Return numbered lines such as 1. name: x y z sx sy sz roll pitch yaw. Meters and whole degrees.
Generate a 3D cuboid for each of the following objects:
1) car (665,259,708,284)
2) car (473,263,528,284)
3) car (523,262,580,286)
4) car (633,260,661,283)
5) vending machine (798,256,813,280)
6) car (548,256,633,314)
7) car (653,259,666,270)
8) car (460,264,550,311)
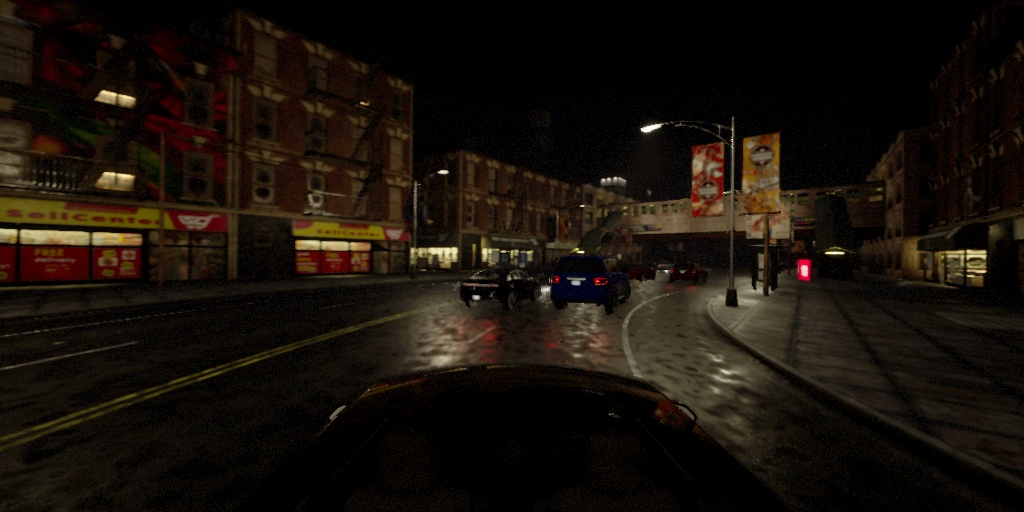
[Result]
1. car: 14.584 1.292 29.493 2.097 1.767 4.553 1 0 39
2. car: -0.820 1.303 27.500 1.994 1.385 4.181 1 0 37
3. car: 3.084 1.268 26.844 1.882 1.535 5.008 1 0 38
4. car: 10.608 1.366 30.192 1.882 1.535 5.008 1 0 39
5. vending machine: 26.996 1.297 33.108 1.100 2.100 0.880 0 0 40
6. car: 3.311 1.014 14.489 2.150 2.045 5.566 0 0 26
7. car: 25.420 1.606 59.260 1.812 1.442 4.674 1 0 40
8. car: -0.294 1.238 14.654 2.128 1.511 4.902 1 0 23
